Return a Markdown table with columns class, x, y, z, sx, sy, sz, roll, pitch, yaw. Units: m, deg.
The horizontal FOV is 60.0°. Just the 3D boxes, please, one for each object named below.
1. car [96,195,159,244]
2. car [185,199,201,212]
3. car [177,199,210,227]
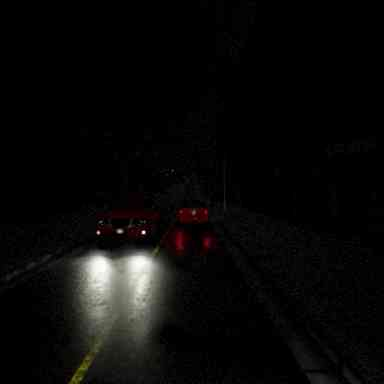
| class | x | y | z | sx | sy | sz | roll | pitch | yaw |
| --- | --- | --- | --- | --- | --- | --- | --- | --- | --- |
| car | -2.842 | 1.188 | 15.870 | 2.150 | 2.045 | 5.566 | 0 | 0 | 0 |
| car | 0.114 | 1.566 | 40.063 | 1.837 | 1.490 | 4.892 | 0 | 0 | 0 |
| car | 0.106 | 1.330 | 22.668 | 2.097 | 1.767 | 4.553 | 0 | 0 | 0 |
